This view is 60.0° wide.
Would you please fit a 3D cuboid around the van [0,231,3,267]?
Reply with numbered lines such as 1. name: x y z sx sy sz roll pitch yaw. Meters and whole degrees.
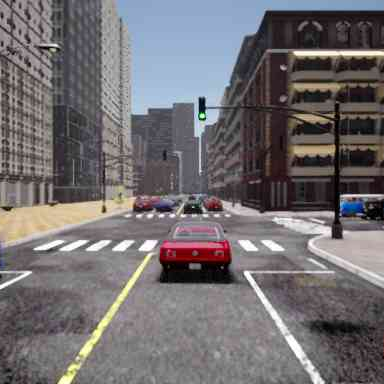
1. van: -5.696 1.336 6.874 1.690 1.788 3.998 0 0 0

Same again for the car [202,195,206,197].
1. car: 2.687 1.531 44.790 1.887 1.381 4.507 0 0 0

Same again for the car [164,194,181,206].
1. car: -3.061 1.481 53.906 2.128 1.511 4.902 0 0 0

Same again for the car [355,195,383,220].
1. car: 15.388 0.968 24.259 5.566 2.045 2.150 -1 0 -1

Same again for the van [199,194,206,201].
1. van: 2.688 1.348 83.484 1.690 1.788 3.998 0 0 0

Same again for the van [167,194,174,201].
1. van: -5.692 1.353 89.013 1.690 1.788 3.998 0 0 0

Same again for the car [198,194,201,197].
1. car: 2.688 1.560 66.901 1.947 1.339 4.313 0 0 0

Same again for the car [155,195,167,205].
1. car: -5.693 1.431 61.375 1.967 1.590 4.097 0 0 0

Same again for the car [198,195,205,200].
1. car: 2.690 1.567 94.539 2.008 1.369 4.403 0 0 0

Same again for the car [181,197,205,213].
1. car: 0.102 1.551 36.849 1.994 1.385 4.181 0 0 0

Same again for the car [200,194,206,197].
1. car: 2.686 1.427 50.318 1.967 1.590 4.097 0 0 0

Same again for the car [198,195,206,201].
1. car: 2.690 1.556 89.012 1.887 1.381 4.507 0 0 0

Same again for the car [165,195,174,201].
1. car: -5.691 1.552 83.486 1.887 1.381 4.507 0 0 0

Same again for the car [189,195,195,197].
1. car: 0.003 1.497 72.481 1.837 1.490 4.892 0 0 0

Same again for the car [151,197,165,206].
1. car: -5.693 1.555 55.848 1.947 1.339 4.313 0 0 0

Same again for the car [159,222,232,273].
1. car: 0.190 1.594 10.614 1.895 1.301 4.718 0 0 3

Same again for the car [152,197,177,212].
1. car: -3.092 1.588 38.190 1.895 1.301 4.718 0 0 0

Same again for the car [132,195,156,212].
1. car: -5.695 1.302 39.264 2.192 1.841 5.009 0 0 0

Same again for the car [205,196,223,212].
1. car: 2.686 1.531 39.263 1.887 1.381 4.507 0 0 0

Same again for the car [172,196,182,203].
1. car: -2.998 1.588 69.067 1.895 1.301 4.718 0 0 0

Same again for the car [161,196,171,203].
1. car: -5.692 1.524 72.260 1.752 1.417 4.829 0 0 0

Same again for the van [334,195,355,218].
1. van: 13.709 1.097 26.818 3.998 1.788 1.690 -1 1 0
